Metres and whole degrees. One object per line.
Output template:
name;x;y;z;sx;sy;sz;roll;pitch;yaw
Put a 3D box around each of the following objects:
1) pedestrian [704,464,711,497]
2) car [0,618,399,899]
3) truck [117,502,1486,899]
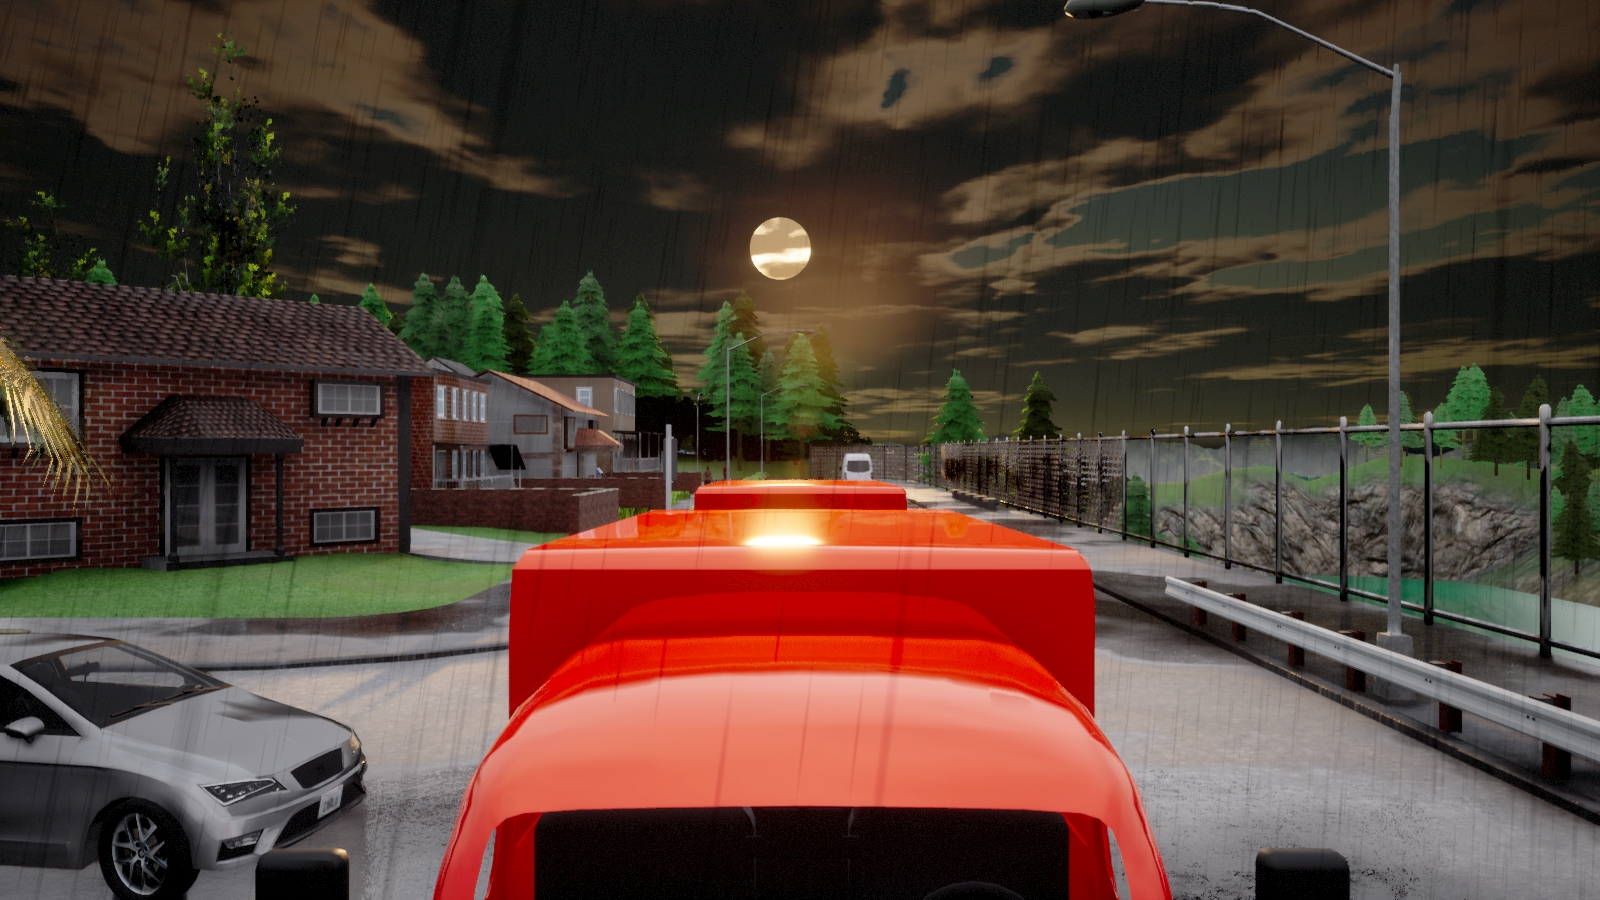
pedestrian;-5.296;1.755;65.206;0.375;1.860;0.375;0;0;0
car;-5.218;2.067;7.984;4.193;1.474;1.816;0;0;8
truck;0.003;1.570;4.793;2.627;2.467;5.204;0;0;0
